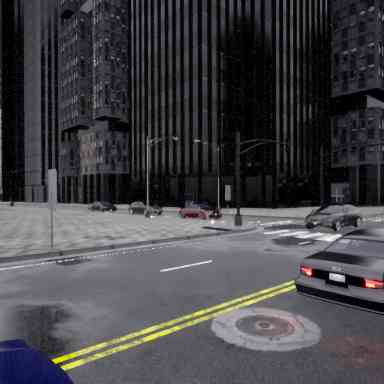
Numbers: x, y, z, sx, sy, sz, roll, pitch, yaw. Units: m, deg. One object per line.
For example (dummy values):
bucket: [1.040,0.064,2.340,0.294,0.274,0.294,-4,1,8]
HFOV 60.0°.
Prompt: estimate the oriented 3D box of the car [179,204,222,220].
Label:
car: [0.697,1.750,29.944,1.994,1.385,4.181,0,0,-43]

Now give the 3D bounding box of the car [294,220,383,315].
car: [4.412,1.547,7.508,5.357,1.411,2.033,0,0,-42]

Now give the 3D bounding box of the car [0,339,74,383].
car: [-2.676,1.601,1.154,4.718,1.301,1.895,0,0,-42]

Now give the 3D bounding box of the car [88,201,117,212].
car: [-11.945,1.929,44.087,2.033,1.411,5.357,0,0,-42]

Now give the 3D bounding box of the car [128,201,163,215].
car: [-5.151,1.781,36.486,1.837,1.490,4.892,0,0,-42]

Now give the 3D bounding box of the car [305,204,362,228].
car: [8.772,1.524,20.440,4.892,1.490,1.837,0,-1,-42]
